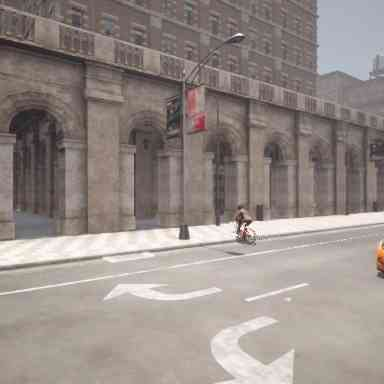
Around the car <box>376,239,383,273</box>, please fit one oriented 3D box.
[{"bbox_3d":[7.059,1.352,9.186,4.553,1.767,2.097,0,0,-36],"label":"car"}]

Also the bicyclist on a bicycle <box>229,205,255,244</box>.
[{"bbox_3d":[2.207,1.407,14.656,0.582,1.620,1.656,0,6,-36],"label":"bicyclist on a bicycle"}]
